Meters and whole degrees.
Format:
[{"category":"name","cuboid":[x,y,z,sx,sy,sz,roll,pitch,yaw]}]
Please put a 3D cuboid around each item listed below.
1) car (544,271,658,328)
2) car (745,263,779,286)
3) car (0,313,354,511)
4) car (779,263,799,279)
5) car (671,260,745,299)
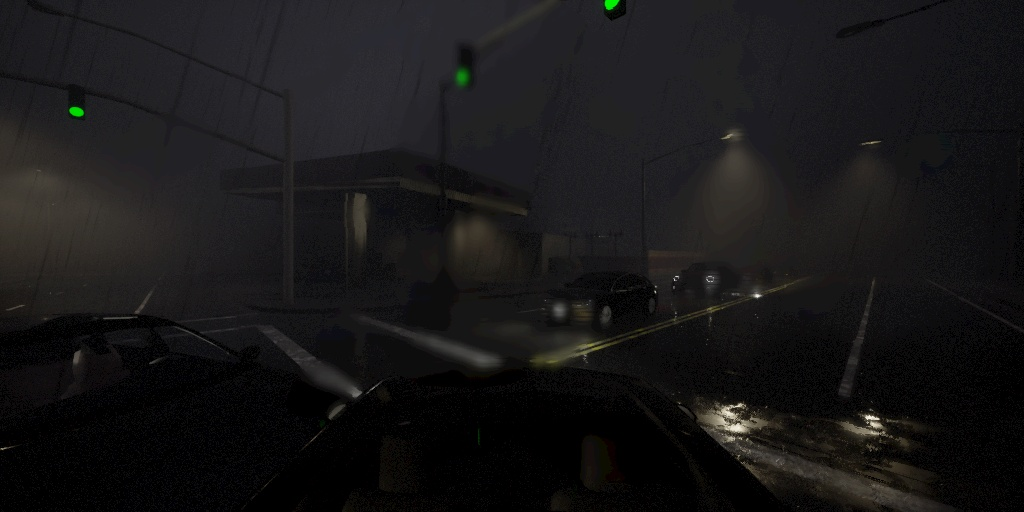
[{"category":"car","cuboid":[3.032,1.255,11.595,4.892,1.490,1.837,0,0,-45]},{"category":"car","cuboid":[16.977,1.314,25.169,1.994,1.385,4.181,0,0,45]},{"category":"car","cuboid":[-3.387,1.242,2.660,4.902,1.511,2.128,0,0,16]},{"category":"car","cuboid":[24.202,1.314,32.129,4.181,1.385,1.994,0,0,-44]},{"category":"car","cuboid":[9.960,1.102,18.350,4.553,1.767,2.097,0,0,-44]}]
